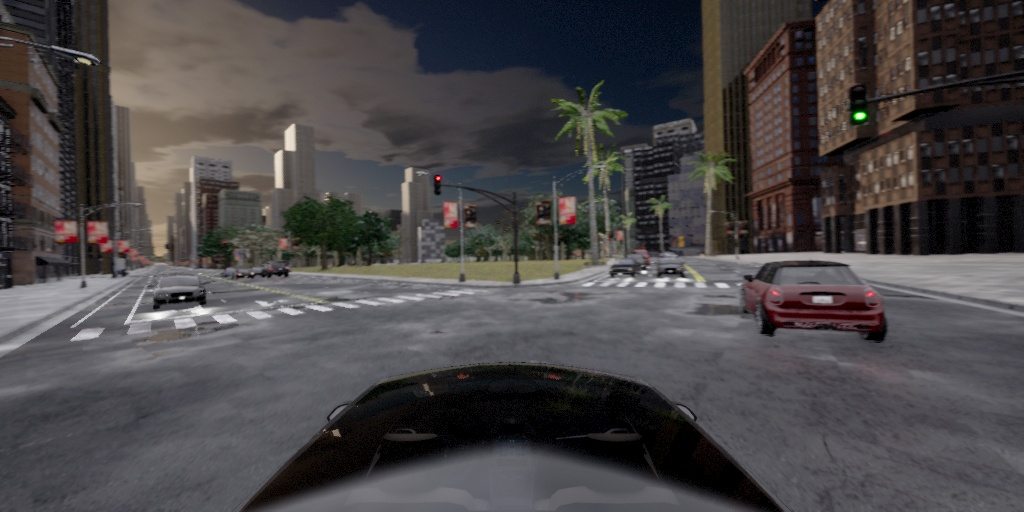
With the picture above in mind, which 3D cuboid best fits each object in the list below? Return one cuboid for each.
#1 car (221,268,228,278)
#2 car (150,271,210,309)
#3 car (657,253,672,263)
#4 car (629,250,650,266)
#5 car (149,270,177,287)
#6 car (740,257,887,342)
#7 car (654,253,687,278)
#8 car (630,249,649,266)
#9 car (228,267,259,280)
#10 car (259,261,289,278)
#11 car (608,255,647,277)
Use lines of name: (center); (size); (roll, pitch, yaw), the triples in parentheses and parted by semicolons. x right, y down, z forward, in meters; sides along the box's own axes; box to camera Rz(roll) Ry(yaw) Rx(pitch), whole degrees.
car: (-39.821, 2.348, 50.819); (1.994, 1.385, 4.181); (-2, 0, -45)
car: (-16.551, 1.677, 17.849); (1.837, 1.490, 4.892); (-2, 0, -45)
car: (22.869, 0.255, 53.921); (1.812, 1.442, 4.674); (-2, 0, 20)
car: (12.829, 0.514, 37.234); (2.097, 1.767, 4.553); (-2, 0, 23)
car: (-23.474, 1.901, 24.865); (2.033, 1.411, 5.357); (-2, 0, -45)
car: (7.347, 0.880, 9.290); (2.097, 1.767, 4.553); (-2, 0, 27)
car: (11.925, 0.766, 27.008); (1.837, 1.490, 4.892); (-2, 0, 24)
car: (16.772, 0.191, 46.860); (2.150, 2.045, 5.566); (-2, 0, 21)
car: (-32.811, 2.199, 43.718); (1.895, 1.301, 4.718); (-2, 0, -45)
car: (-30.493, 1.758, 46.126); (2.150, 2.045, 5.566); (-2, 0, -45)
car: (9.132, 0.883, 28.657); (2.033, 1.411, 5.357); (-2, 0, 27)
